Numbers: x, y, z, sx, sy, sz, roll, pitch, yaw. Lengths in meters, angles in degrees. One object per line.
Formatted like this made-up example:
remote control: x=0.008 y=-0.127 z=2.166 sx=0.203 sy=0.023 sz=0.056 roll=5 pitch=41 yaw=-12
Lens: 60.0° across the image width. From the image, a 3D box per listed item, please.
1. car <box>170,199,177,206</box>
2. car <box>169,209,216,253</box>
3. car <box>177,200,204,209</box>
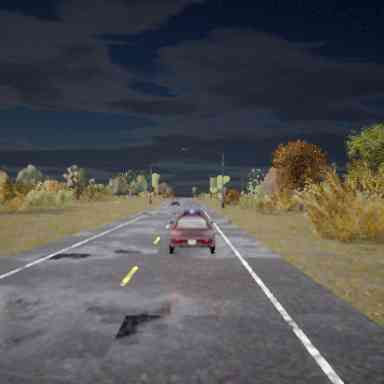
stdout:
car: x=-3.554 y=2.296 z=71.010 sx=2.033 sy=1.411 sz=5.357 roll=0 pitch=-1 yaw=0
car: x=0.006 y=1.673 z=14.390 sx=1.812 sy=1.442 sz=4.674 roll=0 pitch=0 yaw=0
car: x=0.007 y=1.650 z=29.083 sx=2.097 sy=1.767 sz=4.553 roll=0 pitch=-1 yaw=0
